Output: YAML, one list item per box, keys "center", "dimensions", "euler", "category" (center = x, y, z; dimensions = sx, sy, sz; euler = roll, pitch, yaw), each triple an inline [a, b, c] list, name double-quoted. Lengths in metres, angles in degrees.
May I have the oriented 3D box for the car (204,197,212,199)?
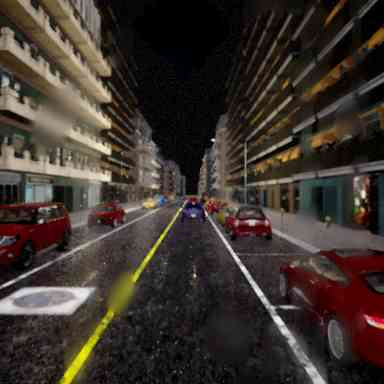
- center: [2.702, 1.580, 39.505]
  dimensions: [1.887, 1.381, 4.507]
  euler: [0, 0, 0]
  category: "car"

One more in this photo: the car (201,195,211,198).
- center: [2.707, 1.405, 62.147]
  dimensions: [2.192, 1.841, 5.009]
  euler: [0, 0, 0]
  category: "car"

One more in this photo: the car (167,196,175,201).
- center: [-5.664, 1.714, 90.313]
  dimensions: [1.752, 1.417, 4.829]
  euler: [0, 0, 0]
  category: "car"

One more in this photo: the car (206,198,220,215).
- center: [2.700, 1.573, 33.839]
  dimensions: [1.887, 1.381, 4.507]
  euler: [0, 0, 0]
  category: "car"

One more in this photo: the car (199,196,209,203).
- center: [2.712, 1.677, 73.470]
  dimensions: [2.008, 1.369, 4.403]
  euler: [0, 0, 0]
  category: "car"

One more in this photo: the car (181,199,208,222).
- center: [0.110, 1.545, 26.620]
  dimensions: [1.812, 1.442, 4.674]
  euler: [0, 0, 0]
  category: "car"

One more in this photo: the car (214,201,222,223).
- center: [2.697, 1.539, 22.684]
  dimensions: [1.752, 1.417, 4.829]
  euler: [0, 0, 0]
  category: "car"

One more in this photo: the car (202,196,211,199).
- center: [2.703, 1.571, 45.333]
  dimensions: [1.752, 1.417, 4.829]
  euler: [0, 0, 0]
  category: "car"

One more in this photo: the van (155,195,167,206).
- center: [-5.675, 1.413, 56.512]
  dimensions: [1.690, 1.788, 3.998]
  euler: [0, 0, 0]
  category: "van"

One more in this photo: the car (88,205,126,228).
- center: [-5.684, 1.558, 22.540]
  dimensions: [1.887, 1.381, 4.507]
  euler: [0, 0, 0]
  category: "car"

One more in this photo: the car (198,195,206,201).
- center: [2.716, 1.630, 90.456]
  dimensions: [1.967, 1.590, 4.097]
  euler: [0, 0, 0]
  category: "car"

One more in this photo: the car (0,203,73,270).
- center: [-5.688, 1.316, 11.216]
  dimensions: [2.192, 1.841, 5.009]
  euler: [0, 0, 0]
  category: "car"

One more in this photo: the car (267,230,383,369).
- center: [2.692, 1.580, 5.532]
  dimensions: [1.802, 1.307, 4.206]
  euler: [0, 0, 0]
  category: "car"

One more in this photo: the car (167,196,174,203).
- center: [-5.669, 1.566, 73.497]
  dimensions: [1.967, 1.590, 4.097]
  euler: [0, 0, 0]
  category: "car"

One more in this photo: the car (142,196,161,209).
- center: [-5.677, 1.570, 45.018]
  dimensions: [1.752, 1.417, 4.829]
  euler: [0, 0, 0]
  category: "car"

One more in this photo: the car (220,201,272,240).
- center: [2.695, 1.447, 16.852]
  dimensions: [1.967, 1.590, 4.097]
  euler: [0, 0, 0]
  category: "car"

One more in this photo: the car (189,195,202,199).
- center: [0.116, 1.573, 46.244]
  dimensions: [1.812, 1.442, 4.674]
  euler: [0, 0, 0]
  category: "car"
